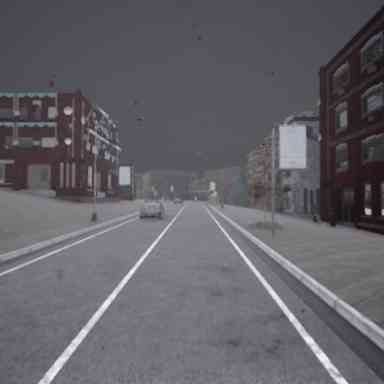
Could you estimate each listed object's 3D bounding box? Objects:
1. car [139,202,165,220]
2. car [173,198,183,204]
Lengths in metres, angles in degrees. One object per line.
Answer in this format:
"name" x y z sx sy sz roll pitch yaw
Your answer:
"car" -3.381 1.620 28.959 1.837 1.490 4.892 0 0 1
"car" -2.963 1.912 70.094 1.994 1.385 4.181 0 0 0
